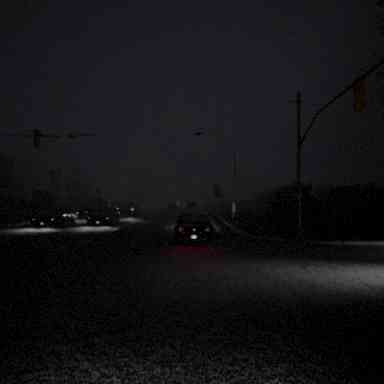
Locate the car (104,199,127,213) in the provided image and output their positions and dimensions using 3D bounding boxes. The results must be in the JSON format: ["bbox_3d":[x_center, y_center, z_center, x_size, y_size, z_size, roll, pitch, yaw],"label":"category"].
[{"bbox_3d":[-10.505,1.933,46.195,2.097,1.767,4.553,0,-1,0],"label":"car"}]

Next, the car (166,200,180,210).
[{"bbox_3d":[-3.502,2.269,57.427,2.033,1.411,5.357,0,-1,0],"label":"car"}]

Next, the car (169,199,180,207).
[{"bbox_3d":[-3.462,2.285,67.836,1.882,1.535,5.008,0,-1,1],"label":"car"}]

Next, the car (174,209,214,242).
[{"bbox_3d":[0.098,1.826,17.808,1.895,1.301,4.718,0,-1,0],"label":"car"}]

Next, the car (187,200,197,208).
[{"bbox_3d":[0.039,2.358,67.804,2.128,1.511,4.902,0,-1,1],"label":"car"}]

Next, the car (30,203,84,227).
[{"bbox_3d":[-10.594,1.877,26.160,2.033,1.411,5.357,0,-1,0],"label":"car"}]

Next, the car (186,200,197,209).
[{"bbox_3d":[-0.002,2.227,57.442,1.837,1.490,4.892,0,-1,0],"label":"car"}]

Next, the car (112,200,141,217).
[{"bbox_3d":[-7.054,1.817,36.928,2.097,1.767,4.553,0,-1,0],"label":"car"}]

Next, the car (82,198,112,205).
[{"bbox_3d":[-10.551,1.677,36.162,2.150,2.045,5.566,0,-1,1],"label":"car"}]

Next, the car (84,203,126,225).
[{"bbox_3d":[-7.130,1.893,27.402,2.033,1.411,5.357,0,-1,-3],"label":"car"}]
